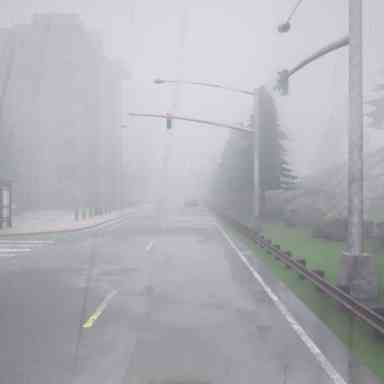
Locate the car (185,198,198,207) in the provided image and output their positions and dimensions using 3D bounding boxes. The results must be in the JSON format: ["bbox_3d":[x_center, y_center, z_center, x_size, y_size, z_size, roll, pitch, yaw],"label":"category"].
[{"bbox_3d":[-0.039,1.564,50.677,1.994,1.385,4.181,0,0,0],"label":"car"}]
